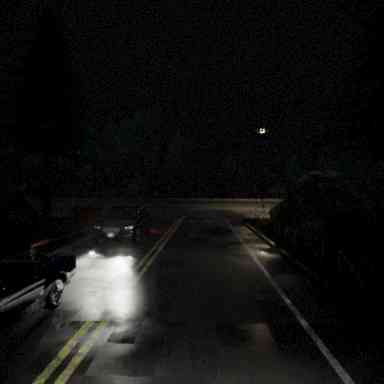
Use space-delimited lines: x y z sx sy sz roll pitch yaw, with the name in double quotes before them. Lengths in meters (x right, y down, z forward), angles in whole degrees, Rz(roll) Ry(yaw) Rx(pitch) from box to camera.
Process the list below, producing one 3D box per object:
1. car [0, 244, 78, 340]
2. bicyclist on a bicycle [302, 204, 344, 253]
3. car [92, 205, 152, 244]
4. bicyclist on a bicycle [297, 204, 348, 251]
"car" -3.461 1.552 4.932 1.895 1.301 4.718 0 0 2
"bicyclist on a bicycle" 4.555 1.275 11.416 1.656 1.620 0.582 0 0 -18
"car" -3.060 1.392 15.347 2.128 1.511 4.902 0 0 3
"bicyclist on a bicycle" 4.759 1.274 12.128 1.656 1.620 0.582 0 0 -11
